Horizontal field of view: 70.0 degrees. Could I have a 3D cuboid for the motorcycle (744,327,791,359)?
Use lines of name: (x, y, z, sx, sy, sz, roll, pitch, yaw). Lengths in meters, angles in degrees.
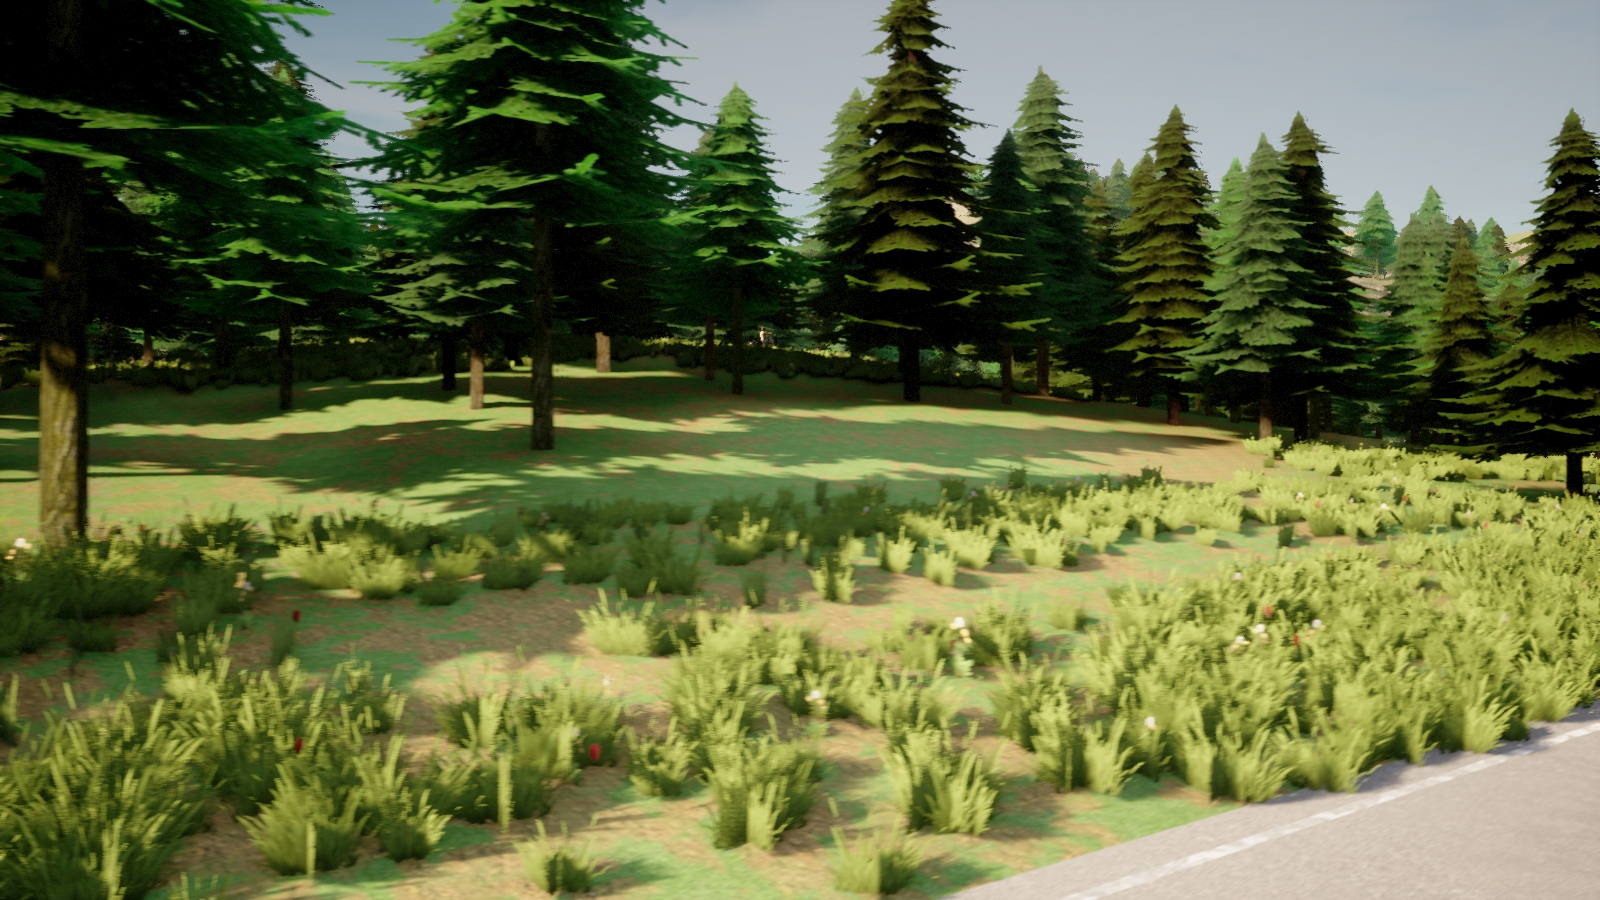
motorcycle: (-1.565, -5.162, 55.355, 2.356, 1.277, 0.764, 2, -2, -41)
